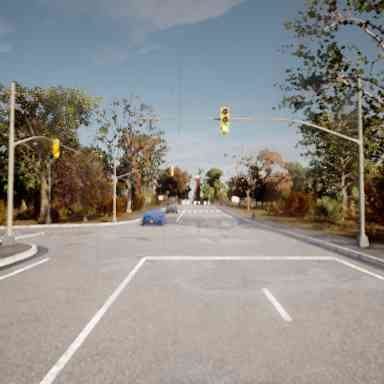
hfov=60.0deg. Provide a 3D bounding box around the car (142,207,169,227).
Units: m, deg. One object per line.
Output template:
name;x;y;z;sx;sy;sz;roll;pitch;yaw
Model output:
car;-3.504;2.398;31.222;1.882;1.535;5.008;-1;-3;0

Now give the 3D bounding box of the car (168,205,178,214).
car;-3.420;2.915;57.469;2.033;1.411;5.357;0;0;0
